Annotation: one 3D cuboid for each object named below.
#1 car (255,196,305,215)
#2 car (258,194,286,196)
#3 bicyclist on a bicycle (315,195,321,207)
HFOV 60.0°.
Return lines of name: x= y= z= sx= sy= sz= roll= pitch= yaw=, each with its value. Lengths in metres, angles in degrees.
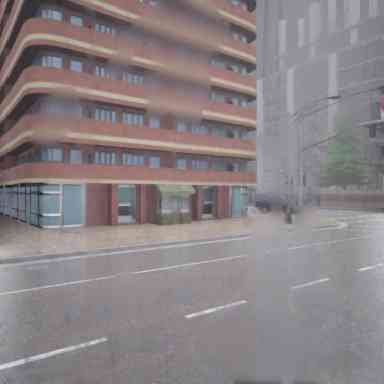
car: x=8.880 y=1.490 z=32.966 sx=2.128 sy=1.511 sz=4.902 roll=0 pitch=0 yaw=-36
car: x=9.703 y=1.222 z=37.764 sx=2.150 sy=2.045 sz=5.566 roll=0 pitch=0 yaw=-36
bicyclist on a bicycle: x=17.810 y=1.301 z=46.968 sx=1.656 sy=1.620 sz=0.582 roll=0 pitch=0 yaw=-36
